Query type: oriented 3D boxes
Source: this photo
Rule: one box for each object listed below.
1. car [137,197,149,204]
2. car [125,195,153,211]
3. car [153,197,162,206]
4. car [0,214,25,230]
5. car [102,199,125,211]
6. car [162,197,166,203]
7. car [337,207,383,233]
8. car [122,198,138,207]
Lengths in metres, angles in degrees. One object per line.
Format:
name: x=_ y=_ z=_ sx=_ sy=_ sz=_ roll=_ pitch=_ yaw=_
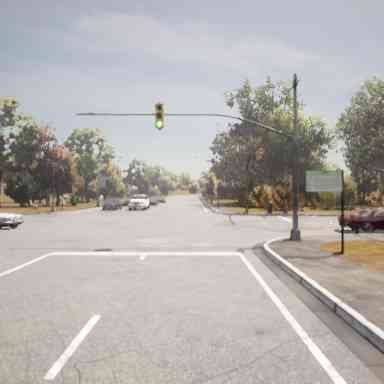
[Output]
car: x=-10.353 y=1.738 z=70.126 sx=1.837 sy=1.490 sz=4.892 roll=0 pitch=0 yaw=0
car: x=-7.004 y=1.374 z=44.435 sx=2.150 sy=2.045 sz=5.566 roll=0 pitch=0 yaw=0
car: x=-6.954 y=1.747 z=58.230 sx=2.033 sy=1.411 sz=5.357 roll=0 pitch=0 yaw=0
car: x=-13.108 y=1.673 z=20.778 sx=4.718 sy=1.301 sz=1.895 roll=0 pitch=0 yaw=3
car: x=-10.506 y=1.655 z=44.069 sx=1.837 sy=1.490 sz=4.892 roll=0 pitch=0 yaw=0
car: x=-6.845 y=1.777 z=73.909 sx=2.033 sy=1.411 sz=5.357 roll=0 pitch=0 yaw=0
car: x=11.196 y=1.668 z=19.352 sx=4.718 sy=1.301 sz=1.895 roll=0 pitch=0 yaw=3
car: x=-10.463 y=1.755 z=56.466 sx=1.994 sy=1.385 sz=4.181 roll=0 pitch=0 yaw=0
